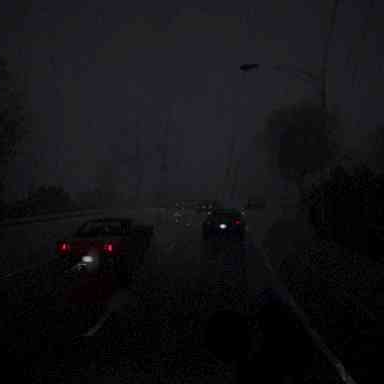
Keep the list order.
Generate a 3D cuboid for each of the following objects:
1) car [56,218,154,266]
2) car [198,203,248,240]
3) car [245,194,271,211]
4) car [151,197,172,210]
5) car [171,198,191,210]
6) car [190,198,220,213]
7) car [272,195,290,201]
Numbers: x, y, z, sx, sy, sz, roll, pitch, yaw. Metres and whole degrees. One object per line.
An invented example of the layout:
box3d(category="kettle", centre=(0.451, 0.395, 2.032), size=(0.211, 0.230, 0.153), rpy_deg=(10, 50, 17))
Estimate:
box3d(category="car", centre=(-2.622, 1.539, 11.350), size=(1.895, 1.301, 4.718), rpy_deg=(0, 0, 6))
box3d(category="car", centre=(1.705, 1.490, 16.775), size=(1.994, 1.385, 4.181), rpy_deg=(0, 0, 9))
box3d(category="car", centre=(7.331, 1.199, 37.815), size=(2.097, 1.767, 4.553), rpy_deg=(0, 0, 20))
box3d(category="car", centre=(-3.234, 1.350, 40.049), size=(1.994, 1.385, 4.181), rpy_deg=(0, 0, 20))
box3d(category="car", centre=(-0.269, 1.411, 38.062), size=(1.895, 1.301, 4.718), rpy_deg=(0, 0, 20))
box3d(category="car", centre=(1.806, 1.396, 32.667), size=(2.033, 1.411, 5.357), rpy_deg=(0, 0, 17))
box3d(category="car", centre=(20.350, 1.260, 74.417), size=(1.994, 1.385, 4.181), rpy_deg=(1, 0, 40))
